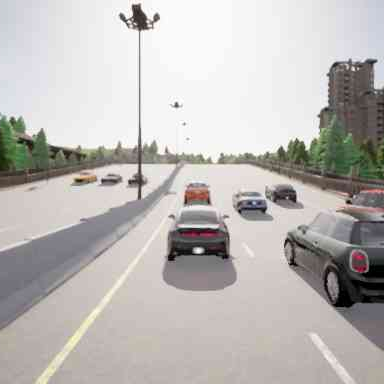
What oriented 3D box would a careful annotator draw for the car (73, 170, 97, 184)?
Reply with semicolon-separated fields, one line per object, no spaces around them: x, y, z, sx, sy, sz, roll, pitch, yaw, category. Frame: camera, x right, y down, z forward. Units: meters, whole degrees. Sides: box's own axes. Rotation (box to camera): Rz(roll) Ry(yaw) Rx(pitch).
-13.518;-1.976;42.461;1.882;1.535;5.008;0;8;1;car

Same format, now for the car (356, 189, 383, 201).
7.244;0.899;12.324;2.150;2.045;5.566;0;3;1;car

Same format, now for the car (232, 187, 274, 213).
3.859;0.514;22.796;2.033;1.411;5.357;0;5;1;car

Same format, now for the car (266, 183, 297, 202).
7.458;-0.043;28.232;1.837;1.490;4.892;0;6;1;car

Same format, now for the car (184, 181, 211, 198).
0.452;-0.184;27.892;2.097;1.767;4.553;0;6;1;car

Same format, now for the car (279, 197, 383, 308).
3.654;1.184;7.673;2.097;1.767;4.553;0;2;1;car

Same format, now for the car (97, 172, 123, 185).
-10.031;-1.755;41.821;1.895;1.301;4.718;0;8;1;car

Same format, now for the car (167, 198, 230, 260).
0.221;1.201;11.260;1.837;1.490;4.892;0;3;1;car

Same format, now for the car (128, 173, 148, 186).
-6.552;-1.569;40.546;1.895;1.301;4.718;0;8;1;car
